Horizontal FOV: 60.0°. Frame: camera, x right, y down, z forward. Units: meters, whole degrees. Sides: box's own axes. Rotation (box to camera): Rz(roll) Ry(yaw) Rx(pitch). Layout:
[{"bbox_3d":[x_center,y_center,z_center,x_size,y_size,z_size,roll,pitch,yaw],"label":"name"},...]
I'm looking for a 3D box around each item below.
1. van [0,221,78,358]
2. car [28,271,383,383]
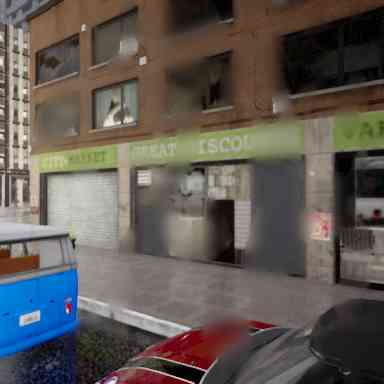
[{"bbox_3d":[-3.528,1.341,5.228,3.998,1.788,1.690,0,0,35],"label":"van"},{"bbox_3d":[1.112,1.440,1.933,4.097,1.590,1.967,0,0,35],"label":"car"}]
